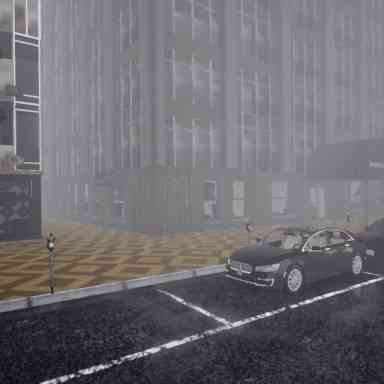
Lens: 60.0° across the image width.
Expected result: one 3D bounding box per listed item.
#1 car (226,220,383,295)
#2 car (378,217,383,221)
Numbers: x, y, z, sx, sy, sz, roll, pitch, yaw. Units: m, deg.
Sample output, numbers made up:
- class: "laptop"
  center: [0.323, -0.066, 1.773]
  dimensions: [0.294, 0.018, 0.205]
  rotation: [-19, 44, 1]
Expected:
- class: "car"
  center: [2.822, 1.549, 8.609]
  dimensions: [4.403, 1.369, 2.008]
  rotation: [0, -1, -36]
- class: "car"
  center: [7.439, 1.563, 11.924]
  dimensions: [4.313, 1.339, 1.947]
  rotation: [0, -1, -36]
